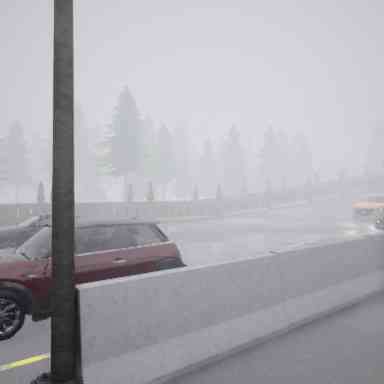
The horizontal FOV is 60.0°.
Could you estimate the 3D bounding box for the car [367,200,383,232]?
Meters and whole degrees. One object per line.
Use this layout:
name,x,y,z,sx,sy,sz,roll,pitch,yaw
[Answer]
car,11.553,1.227,17.278,5.357,1.411,2.033,-4,2,-37

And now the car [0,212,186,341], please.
car,-2.373,1.352,6.607,4.553,1.767,2.097,0,0,-38

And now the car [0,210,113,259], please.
car,-5.656,1.530,12.912,4.674,1.442,1.812,0,0,-38

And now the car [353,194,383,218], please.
car,12.882,0.888,22.655,5.008,1.535,1.882,-5,3,-37
